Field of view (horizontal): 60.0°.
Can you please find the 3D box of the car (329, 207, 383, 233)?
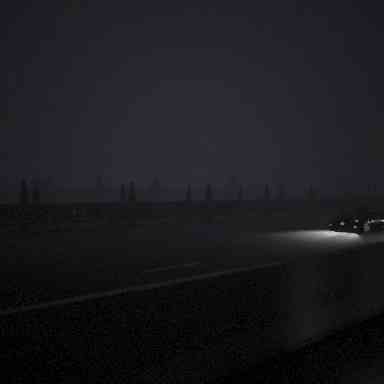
[{"bbox_3d":[10.021,1.575,19.739,4.181,1.385,1.994,0,0,-35],"label":"car"}]
